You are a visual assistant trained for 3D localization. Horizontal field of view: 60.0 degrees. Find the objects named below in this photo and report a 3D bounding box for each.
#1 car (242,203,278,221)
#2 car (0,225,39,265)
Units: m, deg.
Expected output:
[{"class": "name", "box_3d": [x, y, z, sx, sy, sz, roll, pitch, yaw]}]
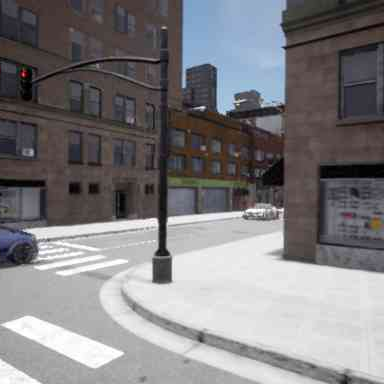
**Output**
[{"class": "car", "box_3d": [6.212, 1.728, 29.745, 1.812, 1.442, 4.674, 1, 0, 36]}, {"class": "car", "box_3d": [-6.911, 1.598, 9.995, 1.994, 1.385, 4.181, 1, 0, 42]}]
